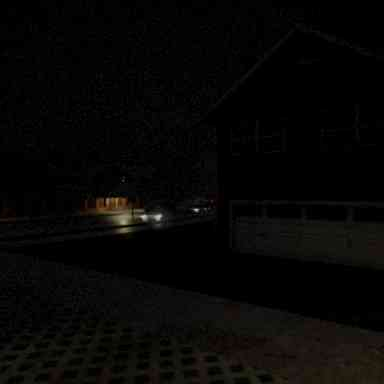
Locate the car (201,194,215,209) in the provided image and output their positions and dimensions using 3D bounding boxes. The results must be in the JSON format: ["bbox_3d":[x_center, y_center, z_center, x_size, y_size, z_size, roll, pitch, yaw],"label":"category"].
[{"bbox_3d":[3.380,1.324,47.642,2.150,2.045,5.566,0,-1,15],"label":"car"}]

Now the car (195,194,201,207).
[{"bbox_3d":[1.990,1.331,53.459,2.150,2.045,5.566,0,0,11],"label":"car"}]

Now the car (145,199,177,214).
[{"bbox_3d":[-3.406,1.541,37.267,1.882,1.535,5.008,0,0,23],"label":"car"}]
